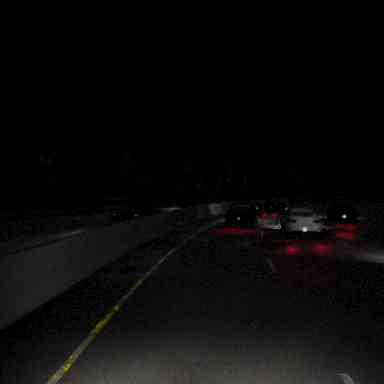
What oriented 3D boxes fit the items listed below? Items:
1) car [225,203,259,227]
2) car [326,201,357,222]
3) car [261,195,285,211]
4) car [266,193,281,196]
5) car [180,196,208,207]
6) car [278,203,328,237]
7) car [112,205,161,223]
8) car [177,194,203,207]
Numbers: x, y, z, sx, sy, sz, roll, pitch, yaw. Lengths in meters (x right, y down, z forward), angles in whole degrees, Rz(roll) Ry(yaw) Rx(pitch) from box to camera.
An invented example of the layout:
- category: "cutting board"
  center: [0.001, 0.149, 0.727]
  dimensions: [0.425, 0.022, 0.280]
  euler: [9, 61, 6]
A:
- category: "car"
  center: [3.526, 1.490, 23.122]
  dimensions: [1.882, 1.535, 5.008]
  euler: [0, 0, 15]
- category: "car"
  center: [11.783, 1.517, 26.338]
  dimensions: [1.837, 1.490, 4.892]
  euler: [0, 0, 19]
- category: "car"
  center: [10.036, 1.515, 40.083]
  dimensions: [2.128, 1.511, 4.902]
  euler: [0, 0, 26]
- category: "car"
  center: [14.507, 1.292, 60.410]
  dimensions: [2.150, 2.045, 5.566]
  euler: [0, 0, 38]
- category: "car"
  center: [0.646, 1.612, 45.184]
  dimensions: [1.994, 1.385, 4.181]
  euler: [0, 0, 27]
- category: "car"
  center: [5.835, 1.538, 18.020]
  dimensions: [1.812, 1.442, 4.674]
  euler: [0, 0, 12]
- category: "car"
  center: [-3.830, 1.611, 23.664]
  dimensions: [1.895, 1.301, 4.718]
  euler: [0, 0, 15]
- category: "car"
  center: [-0.113, 1.290, 51.190]
  dimensions: [2.150, 2.045, 5.566]
  euler: [0, -1, 30]
